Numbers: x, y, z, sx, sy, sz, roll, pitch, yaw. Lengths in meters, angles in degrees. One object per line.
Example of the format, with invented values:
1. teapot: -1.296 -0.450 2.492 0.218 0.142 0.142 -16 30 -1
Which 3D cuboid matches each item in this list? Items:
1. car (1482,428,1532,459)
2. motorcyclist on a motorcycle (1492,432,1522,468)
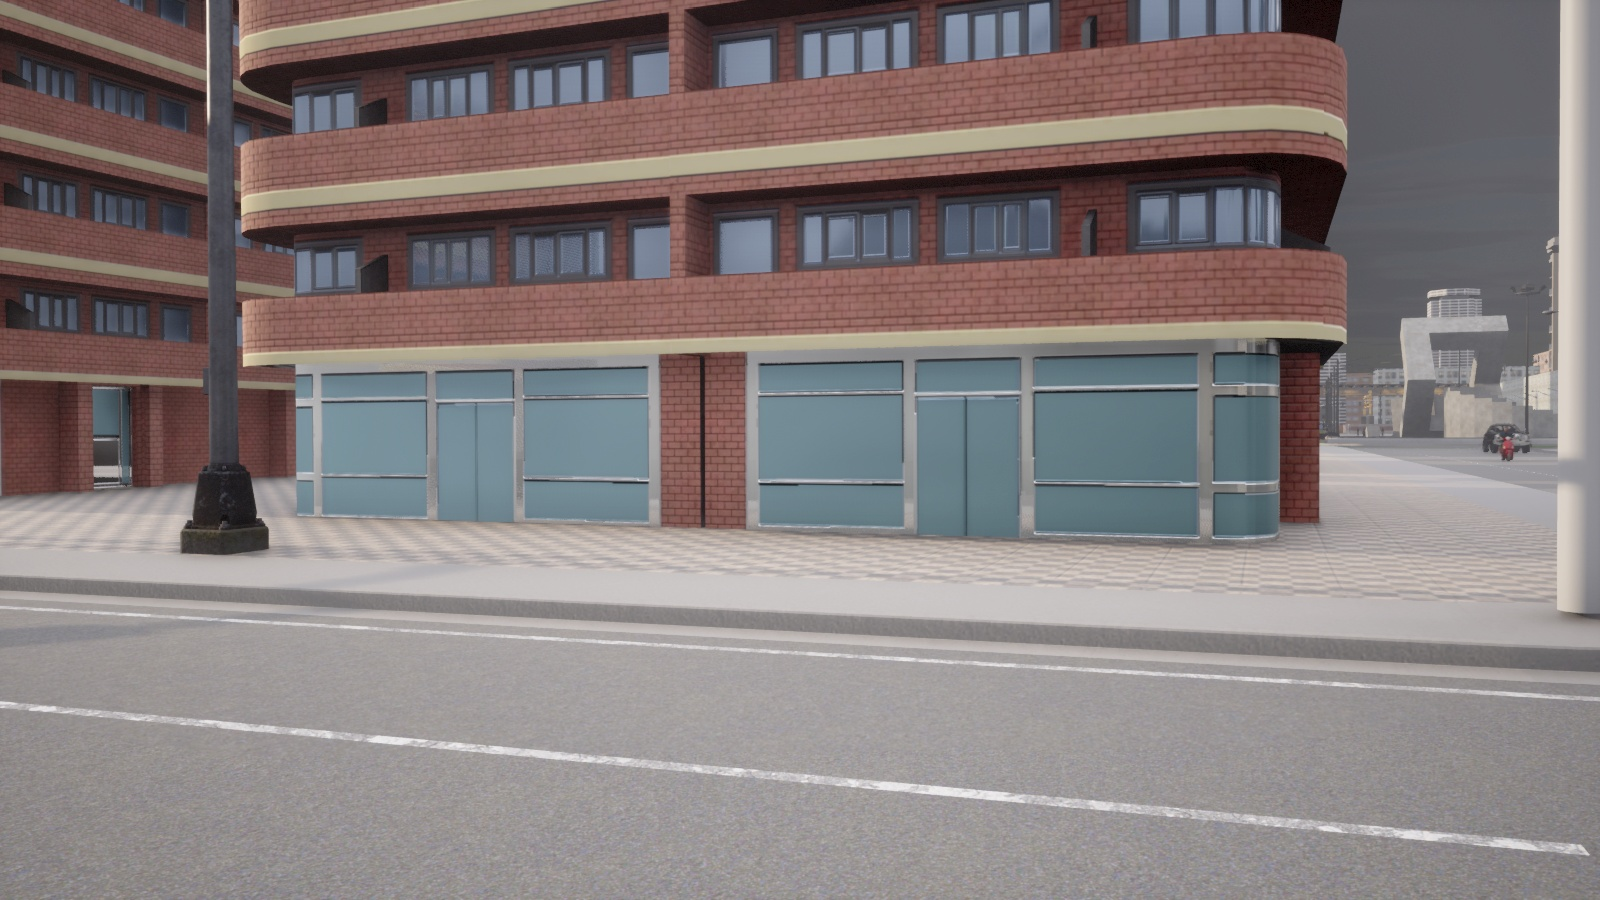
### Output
1. car: 42.855 -0.416 76.216 1.932 1.855 4.605 1 1 20
2. motorcyclist on a motorcycle: 32.254 -0.017 57.311 0.866 1.590 1.817 1 1 20
